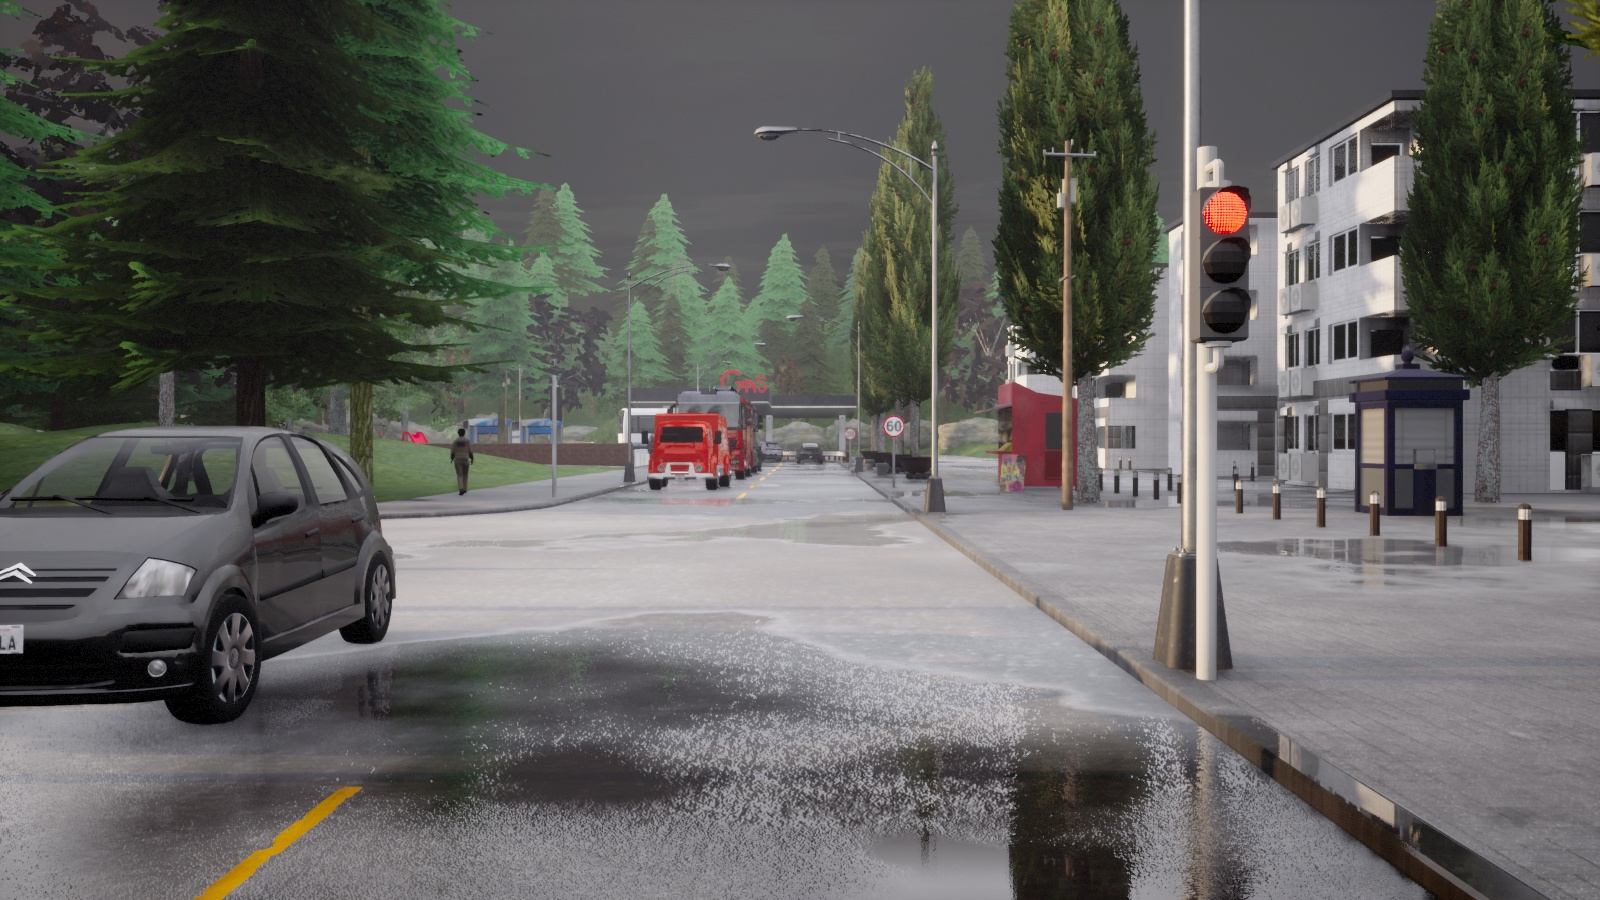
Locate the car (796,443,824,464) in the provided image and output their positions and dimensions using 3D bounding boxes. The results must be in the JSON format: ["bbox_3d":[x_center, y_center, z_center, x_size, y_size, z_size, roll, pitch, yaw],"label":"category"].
[{"bbox_3d":[0.680,0.237,91.343,1.837,1.490,4.892,0,0,-2],"label":"car"}]

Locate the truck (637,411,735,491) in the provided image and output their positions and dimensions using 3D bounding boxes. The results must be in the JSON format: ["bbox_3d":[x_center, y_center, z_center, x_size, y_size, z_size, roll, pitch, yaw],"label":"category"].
[{"bbox_3d":[-3.652,0.024,41.332,2.627,2.467,5.204,0,0,1],"label":"truck"}]

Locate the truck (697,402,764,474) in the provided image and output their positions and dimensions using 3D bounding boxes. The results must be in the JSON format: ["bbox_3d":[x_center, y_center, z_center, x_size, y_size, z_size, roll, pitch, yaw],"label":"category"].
[{"bbox_3d":[-3.469,-0.603,64.590,2.891,3.462,7.936,0,0,1],"label":"truck"}]

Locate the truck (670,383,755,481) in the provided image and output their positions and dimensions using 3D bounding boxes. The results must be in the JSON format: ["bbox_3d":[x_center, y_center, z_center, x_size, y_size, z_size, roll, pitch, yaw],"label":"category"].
[{"bbox_3d":[-3.575,-0.721,53.228,2.891,3.827,8.468,0,0,1],"label":"truck"}]

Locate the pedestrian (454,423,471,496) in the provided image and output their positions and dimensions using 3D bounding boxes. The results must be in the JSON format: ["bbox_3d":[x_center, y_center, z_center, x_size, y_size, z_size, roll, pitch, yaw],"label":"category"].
[{"bbox_3d":[-9.020,0.259,33.590,0.396,1.930,0.692,0,0,-10],"label":"pedestrian"}]

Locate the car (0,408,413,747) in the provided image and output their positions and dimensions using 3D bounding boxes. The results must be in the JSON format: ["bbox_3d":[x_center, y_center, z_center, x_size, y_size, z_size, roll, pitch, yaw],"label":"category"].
[{"bbox_3d":[-3.923,0.596,7.976,1.851,1.617,3.988,0,0,-2],"label":"car"}]
